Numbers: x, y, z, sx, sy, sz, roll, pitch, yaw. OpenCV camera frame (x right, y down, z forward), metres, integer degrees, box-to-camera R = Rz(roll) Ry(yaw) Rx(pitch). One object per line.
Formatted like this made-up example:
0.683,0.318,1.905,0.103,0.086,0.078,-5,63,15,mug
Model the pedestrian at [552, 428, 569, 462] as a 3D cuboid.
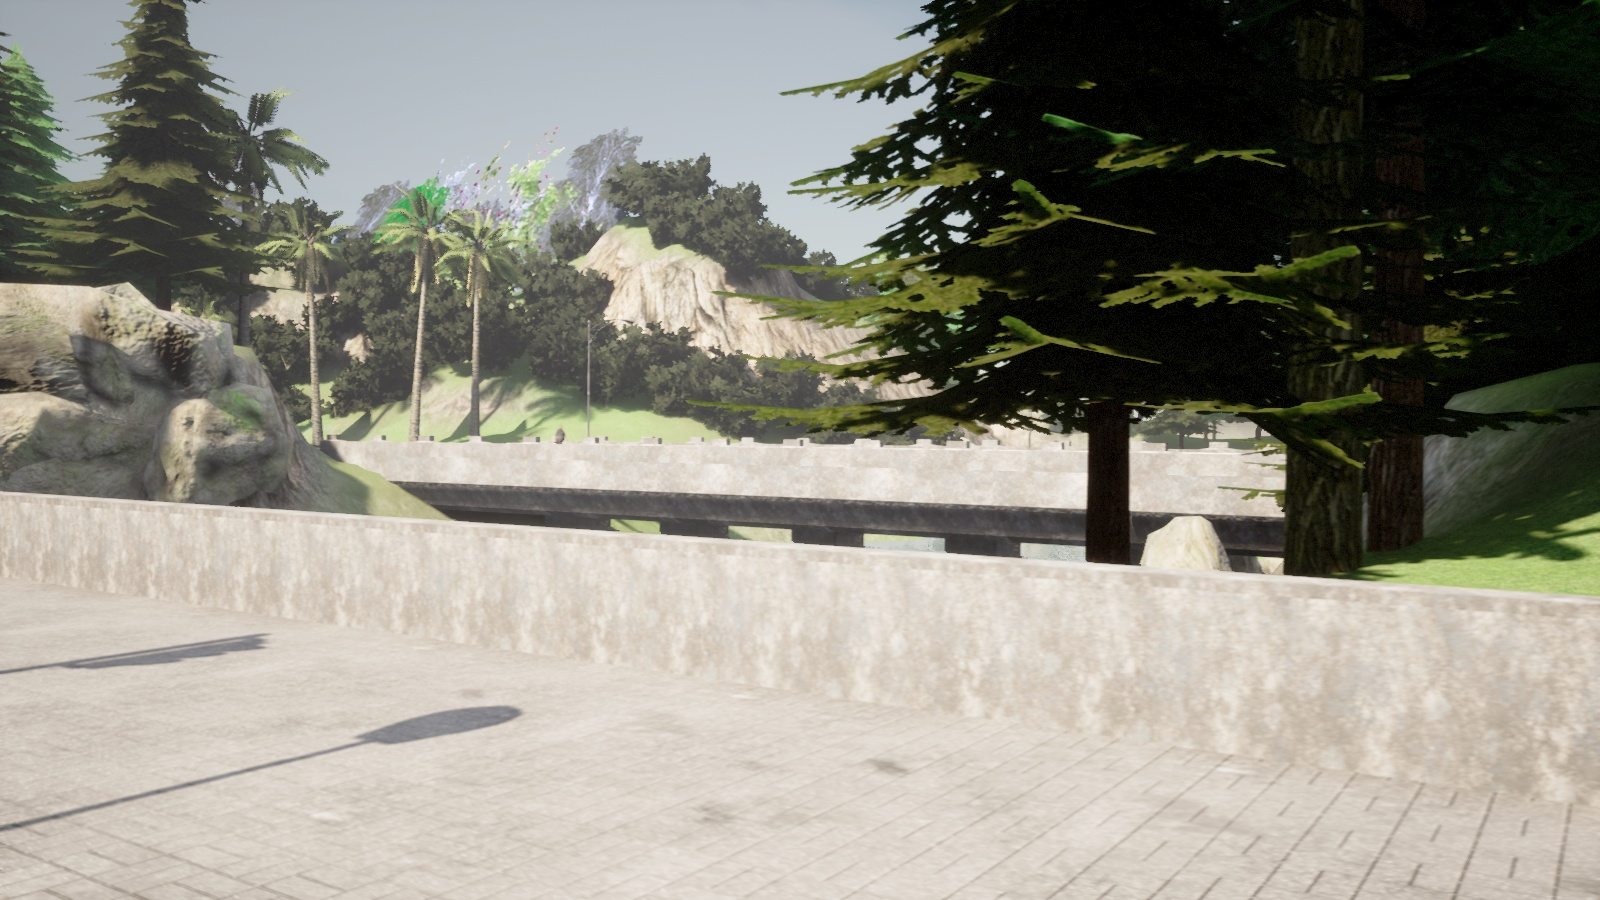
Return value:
-12.866,-0.278,67.465,0.694,1.848,0.540,0,1,33,pedestrian
